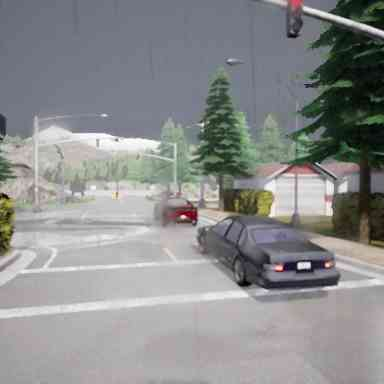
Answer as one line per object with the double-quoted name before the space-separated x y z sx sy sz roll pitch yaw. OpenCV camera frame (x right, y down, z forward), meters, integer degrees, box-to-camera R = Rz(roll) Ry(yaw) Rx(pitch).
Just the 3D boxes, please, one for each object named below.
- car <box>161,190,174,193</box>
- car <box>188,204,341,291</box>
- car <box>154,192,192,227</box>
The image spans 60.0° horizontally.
"car" -4.348 0.349 70.462 4.902 1.511 2.128 0 1 -14
"car" 1.604 1.360 9.000 2.033 1.411 5.357 0 3 -14
"car" -1.036 1.049 19.257 1.882 1.535 5.008 -1 2 -14
